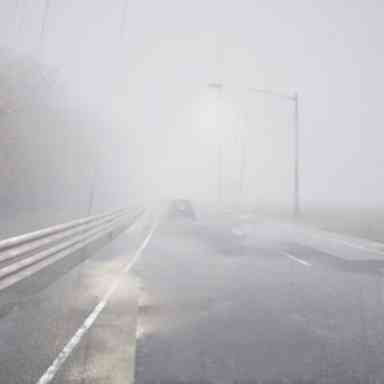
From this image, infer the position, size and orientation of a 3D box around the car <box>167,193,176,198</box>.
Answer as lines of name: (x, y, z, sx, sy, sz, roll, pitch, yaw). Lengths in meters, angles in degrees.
car: (-5.905, 1.005, 95.312, 2.033, 1.411, 5.357, 0, 0, -7)

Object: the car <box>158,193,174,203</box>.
car: (-4.929, 1.291, 61.860, 1.837, 1.490, 4.892, 0, 0, -7)

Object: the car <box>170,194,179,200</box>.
car: (-4.543, 1.210, 84.978, 2.033, 1.411, 5.357, 0, 0, -7)

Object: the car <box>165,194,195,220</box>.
car: (-0.950, 1.272, 27.074, 2.097, 1.767, 4.553, 0, 0, -4)

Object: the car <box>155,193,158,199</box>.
car: (-8.933, 1.012, 91.509, 2.097, 1.767, 4.553, 0, 0, -7)
